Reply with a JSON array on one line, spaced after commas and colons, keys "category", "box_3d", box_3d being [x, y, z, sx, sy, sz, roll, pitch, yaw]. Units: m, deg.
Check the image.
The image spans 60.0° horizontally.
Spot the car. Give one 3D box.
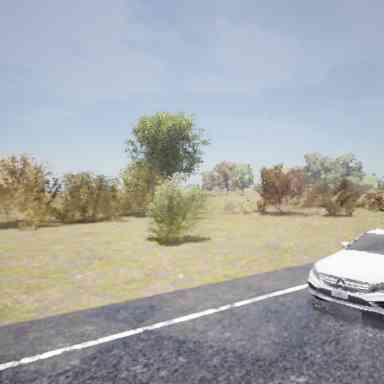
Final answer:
[{"category": "car", "box_3d": [4.498, 1.541, 7.246, 4.674, 1.442, 1.812, 0, 0, -36]}]
